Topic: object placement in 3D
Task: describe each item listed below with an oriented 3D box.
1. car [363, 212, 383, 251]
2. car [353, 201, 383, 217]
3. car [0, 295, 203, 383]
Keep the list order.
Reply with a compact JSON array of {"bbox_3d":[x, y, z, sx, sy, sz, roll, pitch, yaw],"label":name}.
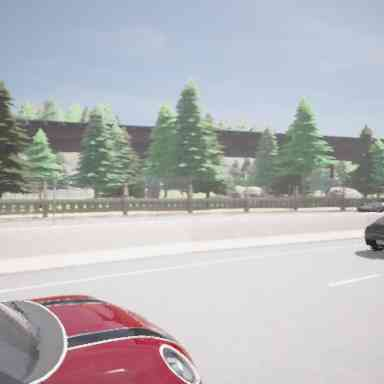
[{"bbox_3d":[8.703,1.517,12.622,4.892,1.490,1.837,0,0,-27],"label":"car"},{"bbox_3d":[18.360,1.563,31.796,5.357,1.411,2.033,0,0,-18],"label":"car"},{"bbox_3d":[-2.075,1.332,2.117,4.553,1.767,2.097,0,0,-36],"label":"car"}]
